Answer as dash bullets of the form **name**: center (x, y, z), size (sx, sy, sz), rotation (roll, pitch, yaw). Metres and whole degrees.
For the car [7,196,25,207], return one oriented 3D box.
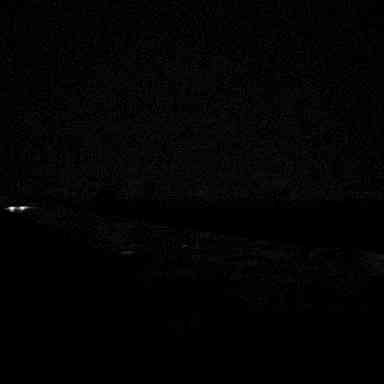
- **car**: center (-24.361, 1.269, 45.889), size (2.033, 1.411, 5.357), rotation (-1, 1, -35)
